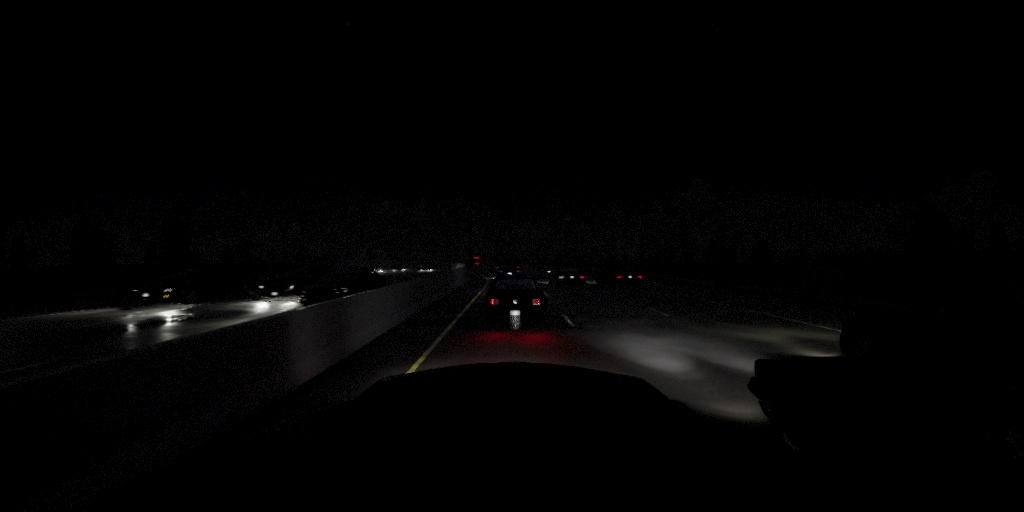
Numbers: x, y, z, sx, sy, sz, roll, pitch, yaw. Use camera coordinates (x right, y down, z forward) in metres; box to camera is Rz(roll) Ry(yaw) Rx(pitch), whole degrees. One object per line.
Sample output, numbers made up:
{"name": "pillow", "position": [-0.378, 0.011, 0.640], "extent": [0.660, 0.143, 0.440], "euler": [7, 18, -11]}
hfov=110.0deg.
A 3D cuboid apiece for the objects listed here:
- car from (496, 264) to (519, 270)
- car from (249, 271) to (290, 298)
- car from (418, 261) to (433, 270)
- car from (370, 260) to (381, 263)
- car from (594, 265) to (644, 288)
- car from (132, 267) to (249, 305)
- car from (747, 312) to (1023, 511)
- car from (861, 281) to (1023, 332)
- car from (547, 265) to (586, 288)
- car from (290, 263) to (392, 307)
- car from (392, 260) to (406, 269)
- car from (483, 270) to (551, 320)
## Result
{"name": "car", "position": [-0.348, 1.341, 29.841], "extent": [1.994, 1.385, 4.181], "euler": [0, 0, -4]}
{"name": "car", "position": [-10.610, 1.307, 18.683], "extent": [2.033, 1.411, 5.357], "euler": [0, 0, 0]}
{"name": "car", "position": [-13.511, 1.424, 55.873], "extent": [2.033, 1.411, 5.357], "euler": [0, 0, -20]}
{"name": "car", "position": [-21.920, 1.403, 57.770], "extent": [2.128, 1.511, 4.902], "euler": [0, 0, -24]}
{"name": "car", "position": [7.018, 1.313, 23.992], "extent": [2.033, 1.411, 5.357], "euler": [0, 0, -2]}
{"name": "car", "position": [-14.132, 1.262, 16.238], "extent": [1.837, 1.490, 4.892], "euler": [0, 0, 0]}
{"name": "car", "position": [3.600, 1.351, 1.917], "extent": [1.895, 1.301, 4.718], "euler": [0, 0, 0]}
{"name": "car", "position": [7.099, 1.103, 4.708], "extent": [2.097, 1.767, 4.553], "euler": [0, 0, 0]}
{"name": "car", "position": [3.521, 1.313, 23.895], "extent": [2.033, 1.411, 5.357], "euler": [0, 0, -1]}
{"name": "car", "position": [-7.129, 1.234, 15.683], "extent": [1.882, 1.535, 5.008], "euler": [0, 0, 0]}
{"name": "car", "position": [-19.045, 1.436, 59.910], "extent": [1.812, 1.442, 4.674], "euler": [0, 0, -24]}
{"name": "car", "position": [0.098, 1.354, 12.551], "extent": [1.895, 1.301, 4.718], "euler": [0, 0, 0]}
